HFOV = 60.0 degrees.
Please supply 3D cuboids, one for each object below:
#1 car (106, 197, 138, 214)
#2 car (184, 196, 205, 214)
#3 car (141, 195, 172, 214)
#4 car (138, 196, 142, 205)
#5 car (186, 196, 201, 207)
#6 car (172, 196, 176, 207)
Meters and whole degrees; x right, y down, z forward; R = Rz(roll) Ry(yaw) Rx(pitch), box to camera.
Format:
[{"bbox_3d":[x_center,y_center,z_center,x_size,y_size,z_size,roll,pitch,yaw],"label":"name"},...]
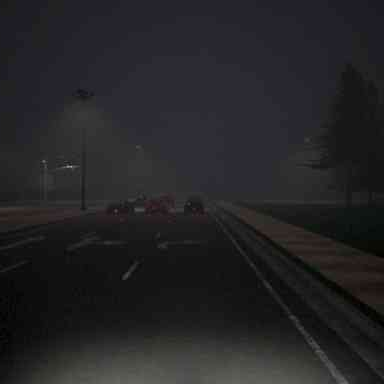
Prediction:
[{"bbox_3d":[-6.775,1.382,32.040,1.895,1.301,4.718,0,0,1],"label":"car"},{"bbox_3d":[0.224,1.284,31.929,2.128,1.511,4.902,0,0,1],"label":"car"},{"bbox_3d":[-3.279,1.267,31.718,1.882,1.535,5.008,0,0,1],"label":"car"},{"bbox_3d":[-6.757,1.260,45.267,1.994,1.385,4.181,0,0,0],"label":"car"},{"bbox_3d":[0.243,1.270,45.717,1.994,1.385,4.181,0,0,0],"label":"car"},{"bbox_3d":[-3.260,1.184,44.668,1.882,1.535,5.008,0,0,0],"label":"car"}]
